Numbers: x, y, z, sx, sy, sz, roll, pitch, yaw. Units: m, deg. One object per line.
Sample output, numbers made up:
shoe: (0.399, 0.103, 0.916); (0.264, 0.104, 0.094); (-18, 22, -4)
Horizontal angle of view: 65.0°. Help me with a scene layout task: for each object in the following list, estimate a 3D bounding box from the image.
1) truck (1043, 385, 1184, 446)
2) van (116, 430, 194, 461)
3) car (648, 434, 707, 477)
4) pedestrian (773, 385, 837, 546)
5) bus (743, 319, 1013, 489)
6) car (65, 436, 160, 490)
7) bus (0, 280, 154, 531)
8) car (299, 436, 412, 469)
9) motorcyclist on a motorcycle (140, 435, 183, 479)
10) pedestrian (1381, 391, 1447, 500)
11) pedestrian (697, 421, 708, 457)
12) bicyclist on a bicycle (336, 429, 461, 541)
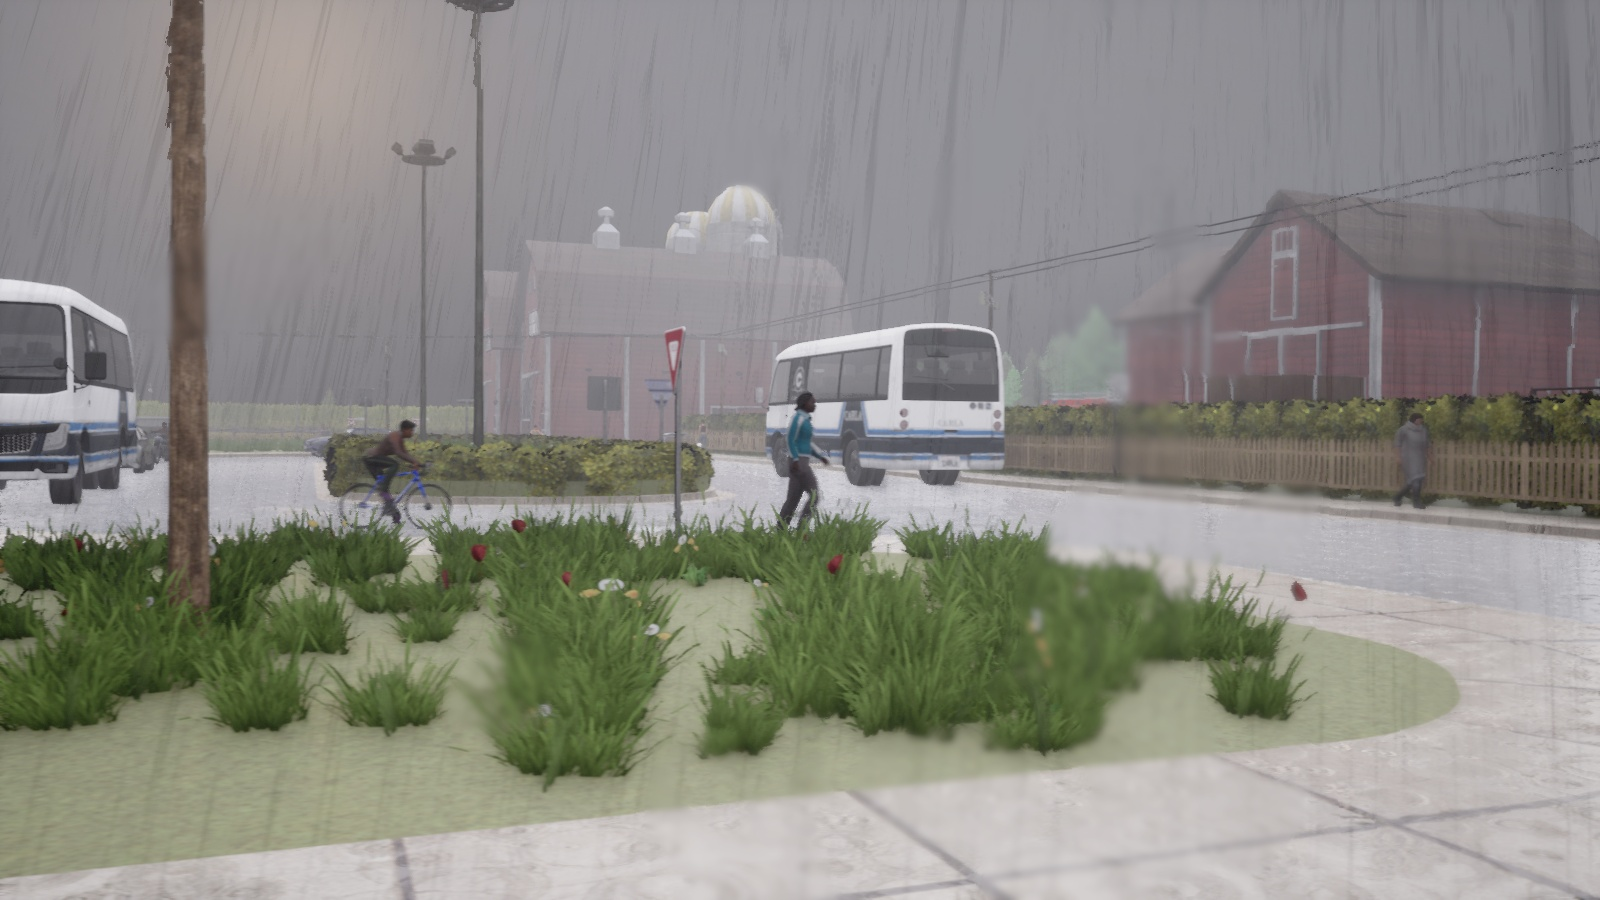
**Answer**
truck: (20.486, -2.251, 82.383); (8.468, 3.827, 2.891); (-1, 1, -4)
van: (-42.963, -0.327, 83.788); (4.442, 1.987, 1.775); (-1, 1, -21)
car: (-4.212, 0.172, 42.969); (1.481, 1.376, 2.207); (-1, 1, -21)
pedestrian: (0.066, 0.188, 15.378); (0.692, 1.930, 0.396); (-1, 1, 10)
bus: (1.857, -1.234, 36.889); (3.944, 4.253, 10.273); (-1, 1, -21)
car: (-21.193, 0.353, 38.877); (2.007, 1.525, 4.514); (-1, 1, -21)
bus: (-16.078, -0.813, 25.802); (3.944, 4.253, 10.273); (-1, 1, -22)
car: (-20.799, 0.086, 58.859); (4.674, 1.442, 1.812); (-1, 1, -36)
motorcyclist on a motorcycle: (-24.594, 0.238, 48.410); (0.766, 1.649, 2.350); (-1, 1, -10)
pedestrian: (11.333, -0.090, 23.192); (0.659, 1.952, 0.873); (-1, 1, -18)
pedestrian: (-4.960, -0.577, 64.013); (0.345, 1.836, 0.594); (-1, 1, -23)
bicyclist on a bicycle: (-5.932, 0.508, 18.592); (1.656, 1.620, 0.582); (-1, 0, -2)
